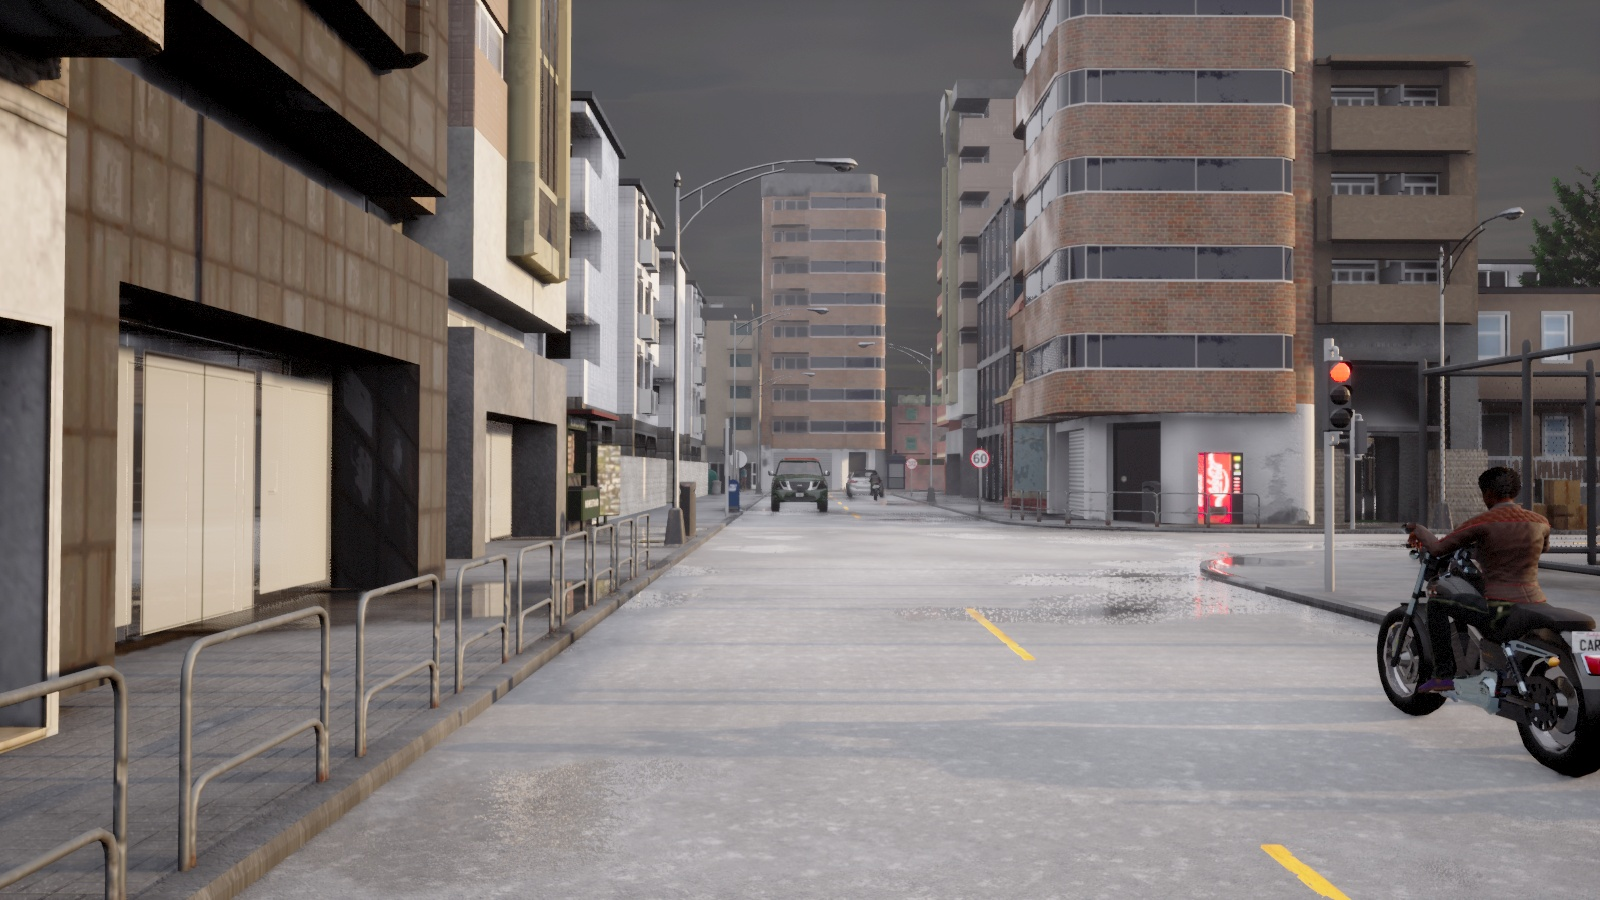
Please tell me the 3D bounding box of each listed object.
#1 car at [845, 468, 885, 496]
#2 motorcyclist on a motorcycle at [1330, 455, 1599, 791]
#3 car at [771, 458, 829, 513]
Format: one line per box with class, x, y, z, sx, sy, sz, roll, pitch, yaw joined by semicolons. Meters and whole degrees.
car;3.996;1.947;77.834;2.242;1.667;4.611;0;-1;0
motorcyclist on a motorcycle;3.999;0.872;7.367;0.766;1.649;2.350;0;-1;0
car;-0.029;1.368;49.796;2.150;2.045;5.566;0;-1;-1
